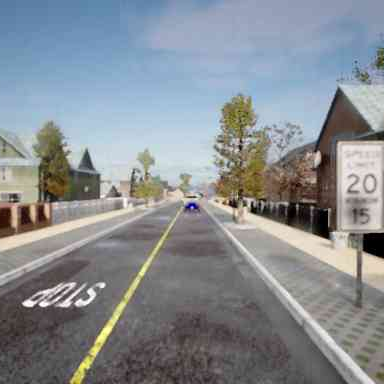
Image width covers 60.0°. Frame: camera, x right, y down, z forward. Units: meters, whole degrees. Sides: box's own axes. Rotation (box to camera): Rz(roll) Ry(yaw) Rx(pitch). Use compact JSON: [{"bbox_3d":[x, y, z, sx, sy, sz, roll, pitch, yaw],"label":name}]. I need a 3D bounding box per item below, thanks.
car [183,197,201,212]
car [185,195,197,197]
[{"bbox_3d":[0.025,1.635,39.692,1.812,1.442,4.674,0,0,0],"label":"car"},{"bbox_3d":[-0.097,1.388,49.514,2.150,2.045,5.566,0,0,0],"label":"car"}]
